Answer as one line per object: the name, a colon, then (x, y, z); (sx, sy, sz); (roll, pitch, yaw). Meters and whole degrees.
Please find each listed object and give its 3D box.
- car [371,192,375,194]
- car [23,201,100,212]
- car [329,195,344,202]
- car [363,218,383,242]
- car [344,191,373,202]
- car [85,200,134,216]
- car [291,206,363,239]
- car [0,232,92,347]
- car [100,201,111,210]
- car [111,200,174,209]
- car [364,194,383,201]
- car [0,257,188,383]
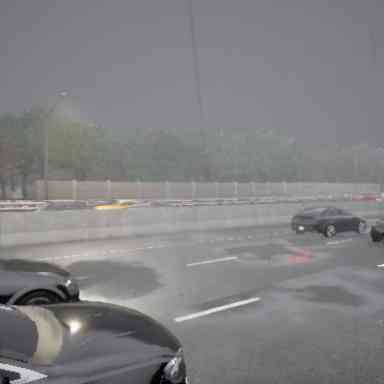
car: (29.706, 1.208, 50.555); (5.008, 1.535, 1.882); (-1, 1, -34)
car: (-8.160, 1.350, 19.660); (4.553, 1.767, 2.097); (0, 0, -35)
car: (25.382, 1.284, 56.043); (5.357, 1.411, 2.033); (-1, 1, -34)
car: (9.950, 1.563, 15.105); (4.181, 1.385, 1.994); (0, 0, -35)
car: (27.326, 0.960, 53.149); (5.566, 2.045, 2.150); (-1, 1, -34)
car: (-8.067, 1.560, 32.605); (4.181, 1.385, 1.994); (0, 0, -35)
car: (7.267, 1.503, 17.494); (4.892, 1.490, 1.837); (0, 0, -35)
car: (-3.970, 1.563, 5.211); (4.181, 1.385, 1.994); (0, 0, -36)
car: (-6.149, 1.474, 29.676); (5.008, 1.535, 1.882); (0, 0, -35)
car: (-3.670, 1.488, 27.141); (4.902, 1.511, 2.128); (0, 0, -35)
car: (24.900, 1.356, 42.962); (4.902, 1.511, 2.128); (-1, 1, -35)
car: (-2.274, 1.492, 2.247); (4.902, 1.511, 2.128); (0, 0, -35)
